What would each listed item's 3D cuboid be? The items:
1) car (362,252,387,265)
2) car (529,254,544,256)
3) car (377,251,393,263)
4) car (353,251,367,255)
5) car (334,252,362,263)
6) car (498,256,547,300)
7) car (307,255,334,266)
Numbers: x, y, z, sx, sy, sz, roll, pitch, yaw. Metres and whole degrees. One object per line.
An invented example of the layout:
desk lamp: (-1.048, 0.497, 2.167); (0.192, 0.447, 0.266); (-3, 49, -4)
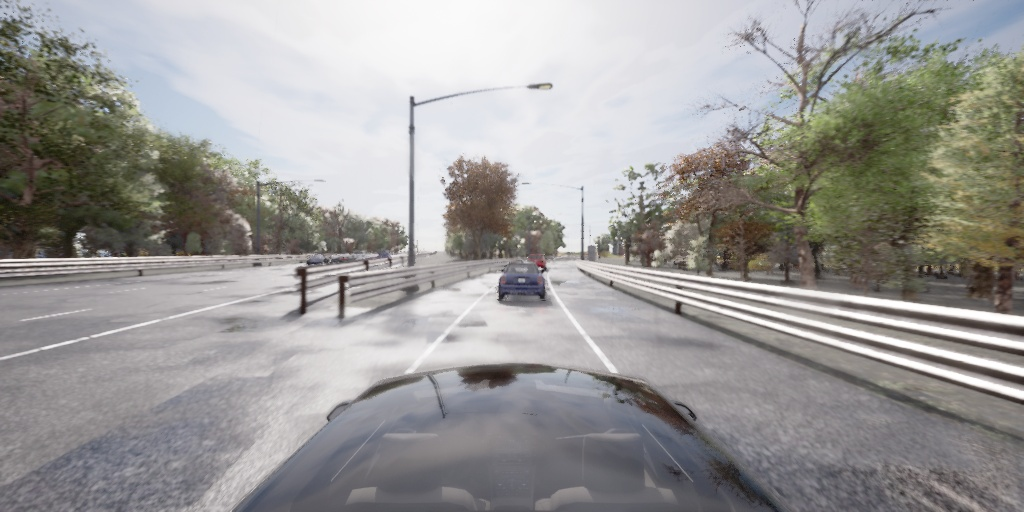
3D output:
car: (-19.457, 0.548, 50.958); (1.812, 1.442, 4.674); (0, 0, -11)
car: (3.127, 0.776, 45.057); (2.150, 2.045, 5.566); (0, 1, 8)
car: (-21.316, 0.139, 59.826); (2.150, 2.045, 5.566); (0, 1, -11)
car: (-24.644, 0.128, 58.618); (2.150, 2.045, 5.566); (0, 1, -11)
car: (-22.825, 0.510, 49.964); (1.837, 1.490, 4.892); (0, 0, -11)
car: (0.515, 1.038, 17.259); (2.097, 1.767, 4.553); (0, 0, 3)
car: (-26.119, 0.563, 48.576); (1.994, 1.385, 4.181); (0, 0, -11)
